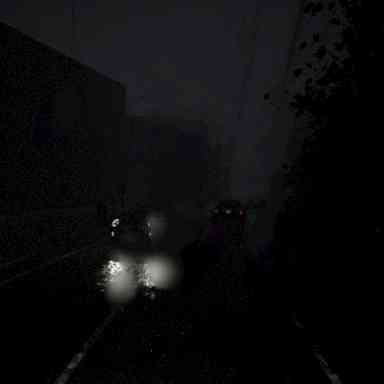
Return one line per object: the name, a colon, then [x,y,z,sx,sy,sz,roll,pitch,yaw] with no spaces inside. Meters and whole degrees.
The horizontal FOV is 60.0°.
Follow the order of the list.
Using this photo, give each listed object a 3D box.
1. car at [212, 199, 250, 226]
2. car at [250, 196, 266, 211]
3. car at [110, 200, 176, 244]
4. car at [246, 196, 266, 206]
car: [2.712,1.301,23.072,2.097,1.767,4.553,1,0,11]
car: [8.075,1.493,41.500,1.882,1.535,5.008,2,0,20]
car: [-2.110,1.266,15.469,2.097,1.767,4.553,1,0,8]
car: [10.742,1.520,55.742,1.837,1.490,4.892,3,1,28]
